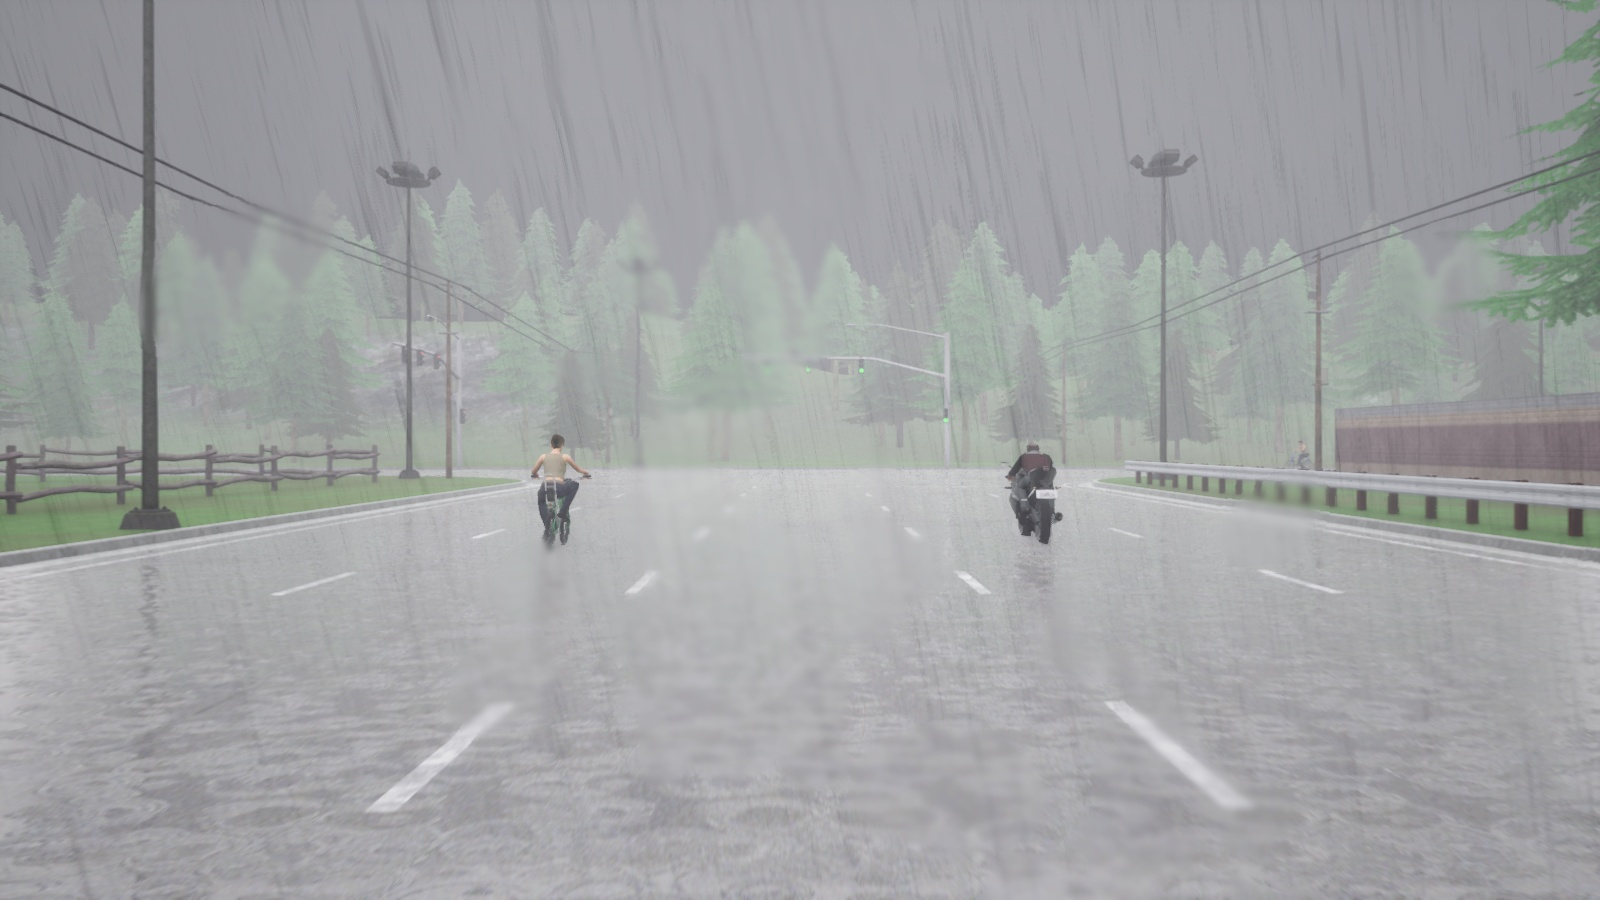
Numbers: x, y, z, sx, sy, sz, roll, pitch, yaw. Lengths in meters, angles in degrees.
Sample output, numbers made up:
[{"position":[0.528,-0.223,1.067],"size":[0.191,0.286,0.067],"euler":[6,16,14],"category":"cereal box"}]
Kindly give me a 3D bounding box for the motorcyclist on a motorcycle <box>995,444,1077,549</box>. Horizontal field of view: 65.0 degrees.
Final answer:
[{"position":[3.627,0.674,19.503],"size":[0.866,1.530,2.191],"euler":[0,0,0],"category":"motorcyclist on a motorcycle"}]

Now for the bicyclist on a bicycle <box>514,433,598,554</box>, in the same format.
[{"position":[-3.389,0.581,17.588],"size":[0.866,1.612,1.509],"euler":[0,0,1],"category":"bicyclist on a bicycle"}]
